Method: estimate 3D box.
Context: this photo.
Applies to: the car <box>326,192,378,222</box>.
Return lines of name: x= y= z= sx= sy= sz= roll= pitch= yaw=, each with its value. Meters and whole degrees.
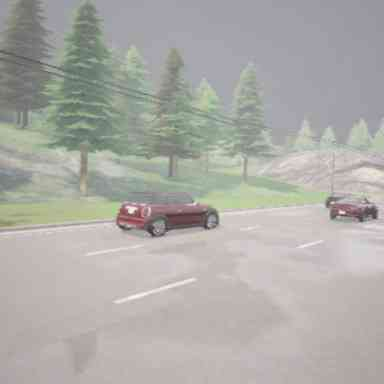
car: x=10.169 y=0.978 z=20.765 sx=1.812 sy=1.442 sz=4.674 roll=4 pitch=3 yaw=42

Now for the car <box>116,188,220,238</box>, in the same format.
car: x=-0.825 y=0.719 z=13.982 sx=2.097 sy=1.767 sz=4.553 roll=4 pitch=3 yaw=43
